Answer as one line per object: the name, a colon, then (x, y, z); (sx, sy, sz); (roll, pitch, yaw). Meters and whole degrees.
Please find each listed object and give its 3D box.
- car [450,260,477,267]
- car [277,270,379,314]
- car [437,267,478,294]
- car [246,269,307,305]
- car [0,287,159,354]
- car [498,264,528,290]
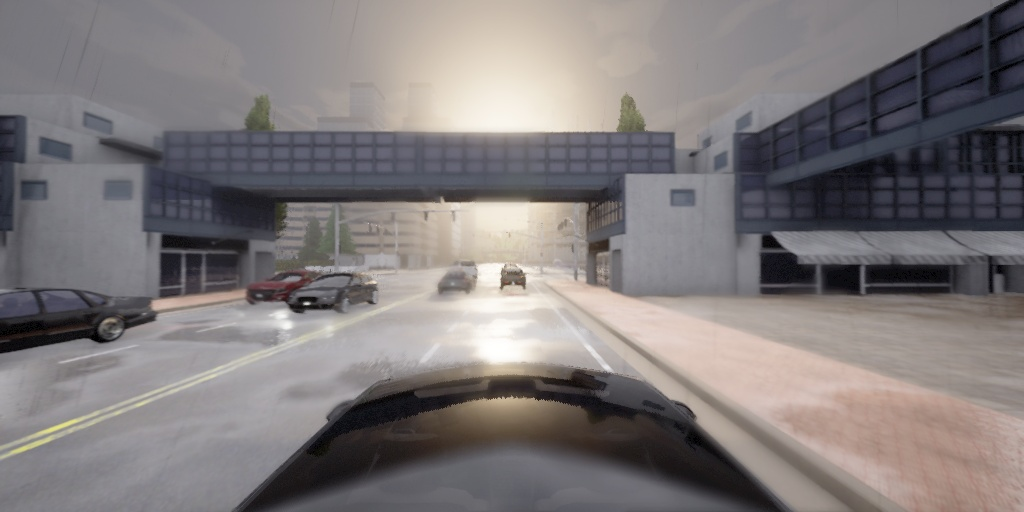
car: (-5.240, 1.461, 38.022); (2.150, 2.045, 5.566); (1, -1, -22)
car: (-7.070, 1.431, 14.798); (1.837, 1.490, 4.892); (0, -1, 0)
car: (-3.426, 1.598, 22.816); (1.994, 1.385, 4.181); (0, -1, 0)
car: (-10.553, 1.439, 17.523); (1.882, 1.535, 5.008); (0, -1, 0)
car: (-10.595, 1.373, 7.373); (2.033, 1.411, 5.357); (0, -1, 0)
car: (0.089, 1.581, 25.969); (1.837, 1.490, 4.892); (0, -1, 0)
